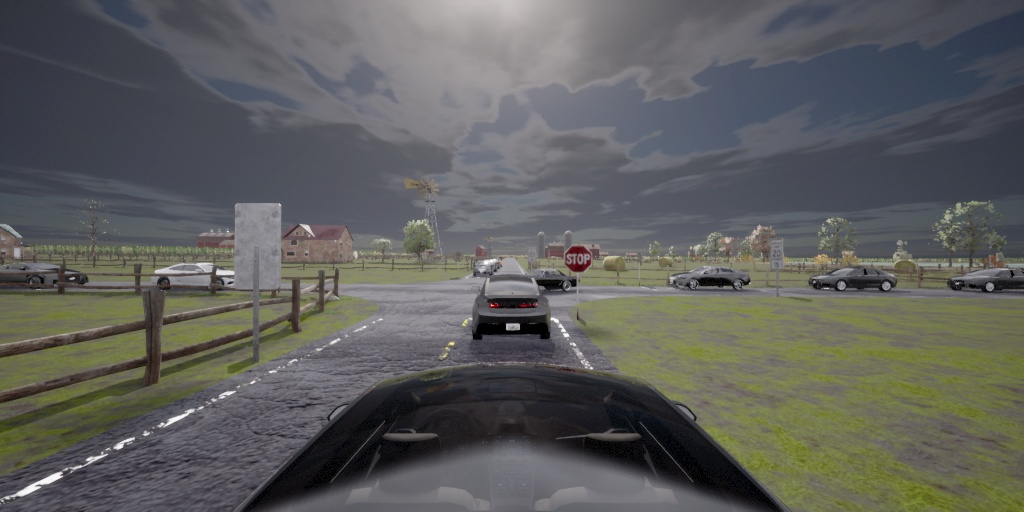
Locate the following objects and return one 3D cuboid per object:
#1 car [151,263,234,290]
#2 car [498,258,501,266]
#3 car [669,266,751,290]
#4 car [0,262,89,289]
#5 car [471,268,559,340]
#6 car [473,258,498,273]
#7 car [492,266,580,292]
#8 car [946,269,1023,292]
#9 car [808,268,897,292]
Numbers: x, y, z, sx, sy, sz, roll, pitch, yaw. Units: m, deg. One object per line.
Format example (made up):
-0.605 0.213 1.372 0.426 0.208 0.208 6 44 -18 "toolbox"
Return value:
-17.250 1.104 19.968 4.674 1.442 1.812 1 -1 -1 "car"
-2.869 1.241 46.150 2.128 1.511 4.902 0 0 0 "car"
12.790 1.397 23.298 4.902 1.511 2.128 1 -1 -2 "car"
-26.370 1.048 19.843 4.181 1.385 1.994 1 -1 -1 "car"
-0.077 1.256 10.018 1.837 1.490 4.892 0 0 -2 "car"
-2.873 1.243 36.704 2.128 1.511 4.902 0 0 0 "car"
1.493 1.369 20.065 4.718 1.301 1.895 1 0 -35 "car"
31.694 1.587 23.597 4.892 1.490 1.837 1 -1 -1 "car"
22.192 1.499 23.473 4.892 1.490 1.837 1 -1 -1 "car"
